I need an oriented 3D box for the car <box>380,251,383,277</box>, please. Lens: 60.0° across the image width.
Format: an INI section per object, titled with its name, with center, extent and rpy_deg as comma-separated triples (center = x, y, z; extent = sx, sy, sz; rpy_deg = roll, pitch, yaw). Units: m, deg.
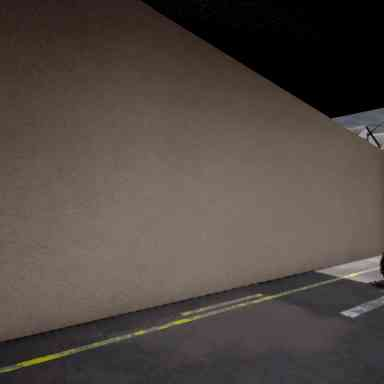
[car]
center = 6.667, 1.563, 8.525
extent = 4.181, 1.385, 1.994
rpy_deg = 0, 0, -35
